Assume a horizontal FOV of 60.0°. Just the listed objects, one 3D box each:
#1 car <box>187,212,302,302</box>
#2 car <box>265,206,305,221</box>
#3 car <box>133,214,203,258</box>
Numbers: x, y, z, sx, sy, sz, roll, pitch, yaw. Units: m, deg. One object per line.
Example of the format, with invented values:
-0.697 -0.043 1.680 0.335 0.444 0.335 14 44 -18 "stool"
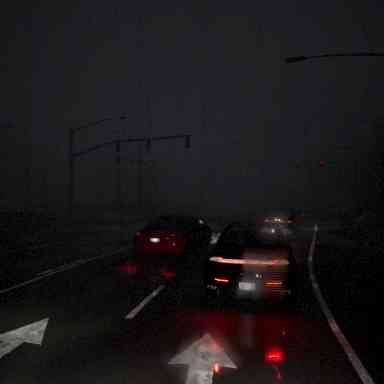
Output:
1.558 1.492 8.371 2.128 1.511 4.902 0 0 13 "car"
4.636 1.505 17.249 1.837 1.490 4.892 0 0 21 "car"
-0.600 1.564 12.957 1.994 1.385 4.181 0 0 18 "car"
